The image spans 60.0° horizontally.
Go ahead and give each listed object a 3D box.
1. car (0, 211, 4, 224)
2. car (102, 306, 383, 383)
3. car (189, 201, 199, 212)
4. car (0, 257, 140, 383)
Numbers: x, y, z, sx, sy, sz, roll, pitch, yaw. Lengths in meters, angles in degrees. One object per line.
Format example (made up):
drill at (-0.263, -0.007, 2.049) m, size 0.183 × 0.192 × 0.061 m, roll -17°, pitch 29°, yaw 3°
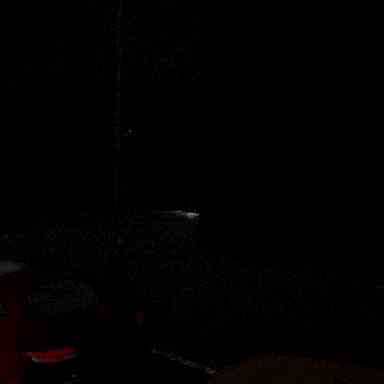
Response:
car at (-14.243, 1.407, 20.359) m, size 2.097 × 1.767 × 4.553 m, roll 2°, pitch 0°, yaw 35°
car at (1.937, 1.526, 1.407) m, size 4.829 × 1.417 × 1.752 m, roll 0°, pitch 1°, yaw 36°
car at (1.618, 1.702, 42.576) m, size 2.097 × 1.767 × 4.553 m, roll 2°, pitch 0°, yaw 36°
car at (-2.427, 1.580, 4.525) m, size 4.206 × 1.307 × 1.802 m, roll 0°, pitch 1°, yaw 36°
